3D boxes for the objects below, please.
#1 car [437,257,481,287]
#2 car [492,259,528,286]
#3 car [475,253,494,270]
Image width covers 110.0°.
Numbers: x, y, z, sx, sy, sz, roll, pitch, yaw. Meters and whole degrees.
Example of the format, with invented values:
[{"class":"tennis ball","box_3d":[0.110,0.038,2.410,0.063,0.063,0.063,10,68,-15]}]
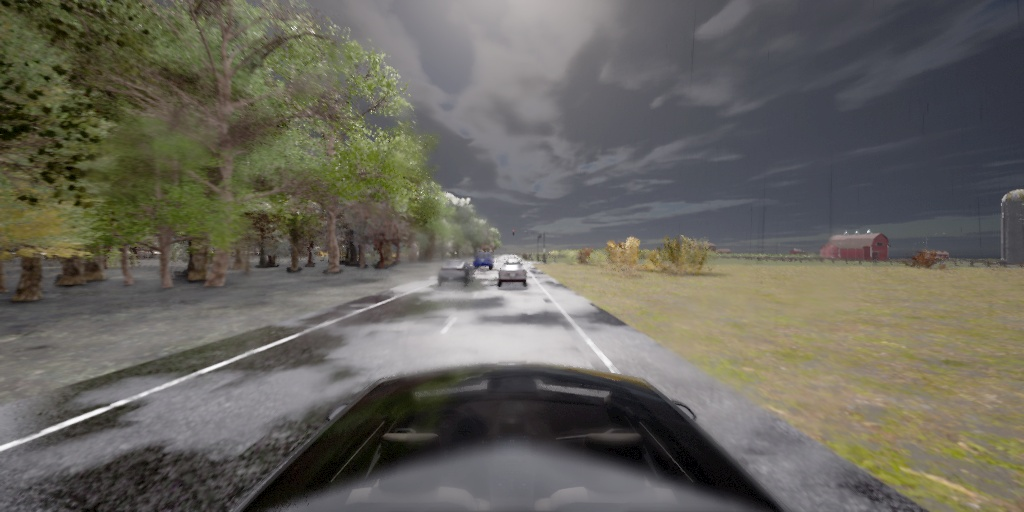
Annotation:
[{"class":"car","box_3d":[-3.457,1.063,22.855,2.128,1.511,4.902,0,1,1]},{"class":"car","box_3d":[0.045,1.115,23.175,2.033,1.411,5.357,0,1,1]},{"class":"car","box_3d":[-3.392,0.606,43.847,2.150,2.045,5.566,0,0,0]}]
